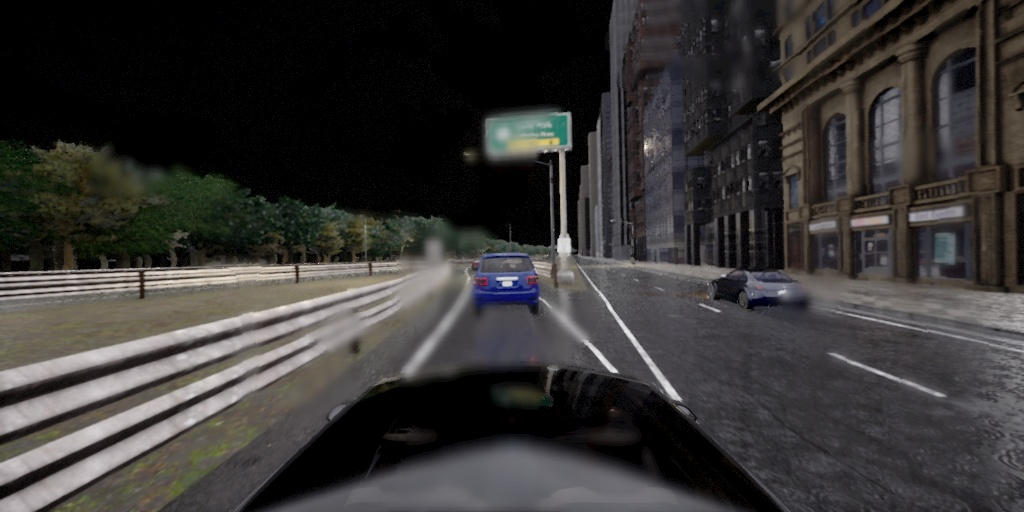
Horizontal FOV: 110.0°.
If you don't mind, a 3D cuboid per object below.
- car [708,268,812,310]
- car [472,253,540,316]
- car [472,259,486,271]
[{"bbox_3d":[9.082,1.148,13.546,1.994,1.385,4.181,-1,0,9],"label":"car"},{"bbox_3d":[-0.273,0.919,13.391,2.150,2.045,5.566,-1,0,-3],"label":"car"},{"bbox_3d":[-4.791,1.239,51.868,1.882,1.535,5.008,-1,0,-6],"label":"car"}]
